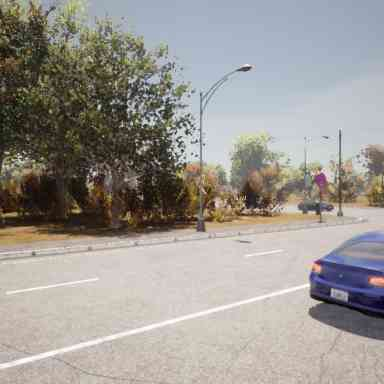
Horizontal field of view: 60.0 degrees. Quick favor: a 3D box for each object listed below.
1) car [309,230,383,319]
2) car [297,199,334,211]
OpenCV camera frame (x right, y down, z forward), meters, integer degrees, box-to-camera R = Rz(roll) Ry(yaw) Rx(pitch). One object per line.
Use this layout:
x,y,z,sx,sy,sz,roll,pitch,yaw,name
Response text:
4.299,1.526,6.821,4.674,1.442,1.812,0,0,-36,car
14.628,1.564,39.470,1.994,1.385,4.181,0,0,-32,car
